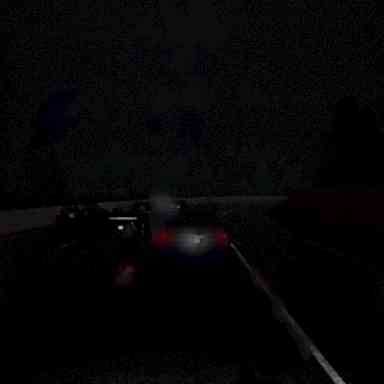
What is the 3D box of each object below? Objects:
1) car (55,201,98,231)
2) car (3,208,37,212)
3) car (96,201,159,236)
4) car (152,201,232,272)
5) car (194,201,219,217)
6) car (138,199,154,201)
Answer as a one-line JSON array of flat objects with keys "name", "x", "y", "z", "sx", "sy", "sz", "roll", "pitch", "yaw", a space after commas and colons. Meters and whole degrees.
[{"name": "car", "x": -6.742, "y": 1.370, "z": 21.003, "sx": 2.097, "sy": 1.767, "sz": 4.553, "roll": 0, "pitch": 0, "yaw": 3}, {"name": "car", "x": -13.635, "y": 1.638, "z": 26.391, "sx": 1.895, "sy": 1.301, "sz": 4.718, "roll": 0, "pitch": 0, "yaw": 5}, {"name": "car", "x": -3.381, "y": 1.501, "z": 18.479, "sx": 2.128, "sy": 1.511, "sz": 4.902, "roll": 0, "pitch": 0, "yaw": 2}, {"name": "car", "x": 0.046, "y": 1.353, "z": 11.000, "sx": 2.097, "sy": 1.767, "sz": 4.553, "roll": 0, "pitch": 0, "yaw": 0}, {"name": "car", "x": 1.497, "y": 1.601, "z": 32.379, "sx": 1.895, "sy": 1.301, "sz": 4.718, "roll": 0, "pitch": 0, "yaw": 10}, {"name": "car", "x": -4.884, "y": 1.508, "z": 35.876, "sx": 2.128, "sy": 1.511, "sz": 4.902, "roll": 0, "pitch": 0, "yaw": 11}]
